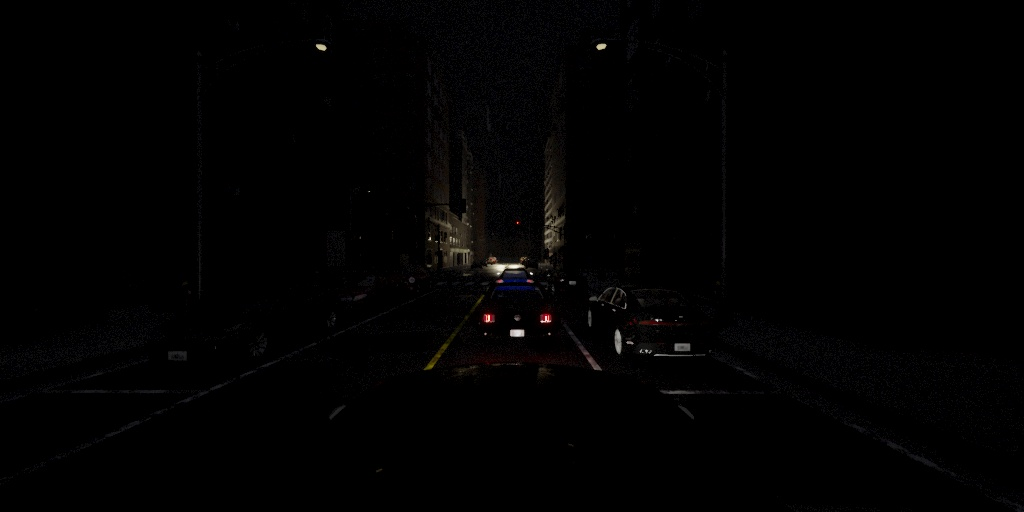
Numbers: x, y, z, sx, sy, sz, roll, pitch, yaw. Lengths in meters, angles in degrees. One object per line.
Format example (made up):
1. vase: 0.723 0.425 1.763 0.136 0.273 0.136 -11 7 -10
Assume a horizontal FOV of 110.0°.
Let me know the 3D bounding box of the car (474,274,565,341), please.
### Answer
1. car: 0.121 1.351 9.840 1.895 1.301 4.718 0 0 0

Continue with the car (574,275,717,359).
1. car: 2.877 1.300 8.215 2.007 1.370 4.403 0 0 0

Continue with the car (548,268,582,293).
1. car: 2.913 1.316 19.218 1.948 1.339 4.313 0 0 0

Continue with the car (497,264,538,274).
1. car: 0.151 1.314 18.600 1.994 1.385 4.181 0 0 1

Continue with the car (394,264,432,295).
1. car: -5.612 1.190 19.246 1.967 1.591 4.097 0 0 0

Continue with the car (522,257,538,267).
1. car: 3.069 1.225 56.306 1.967 1.591 4.097 0 0 0

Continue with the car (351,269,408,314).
1. car: -5.631 1.332 13.744 1.802 1.307 4.207 0 0 0

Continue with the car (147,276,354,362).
1. car: -5.648 1.316 8.243 1.948 1.339 4.313 0 0 0

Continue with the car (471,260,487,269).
1. car: -5.457 1.368 56.347 1.802 1.307 4.207 0 0 0
